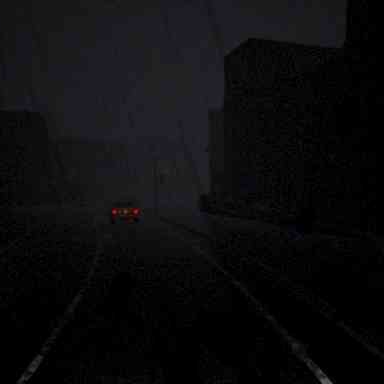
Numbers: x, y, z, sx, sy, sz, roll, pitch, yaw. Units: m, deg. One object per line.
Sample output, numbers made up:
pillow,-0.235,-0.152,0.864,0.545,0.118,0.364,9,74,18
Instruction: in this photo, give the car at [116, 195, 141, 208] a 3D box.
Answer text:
car,-7.836,1.173,41.575,2.033,1.411,5.357,0,0,0

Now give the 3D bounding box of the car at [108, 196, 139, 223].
car,-4.890,1.215,23.496,1.801,1.575,5.366,-1,1,-16
